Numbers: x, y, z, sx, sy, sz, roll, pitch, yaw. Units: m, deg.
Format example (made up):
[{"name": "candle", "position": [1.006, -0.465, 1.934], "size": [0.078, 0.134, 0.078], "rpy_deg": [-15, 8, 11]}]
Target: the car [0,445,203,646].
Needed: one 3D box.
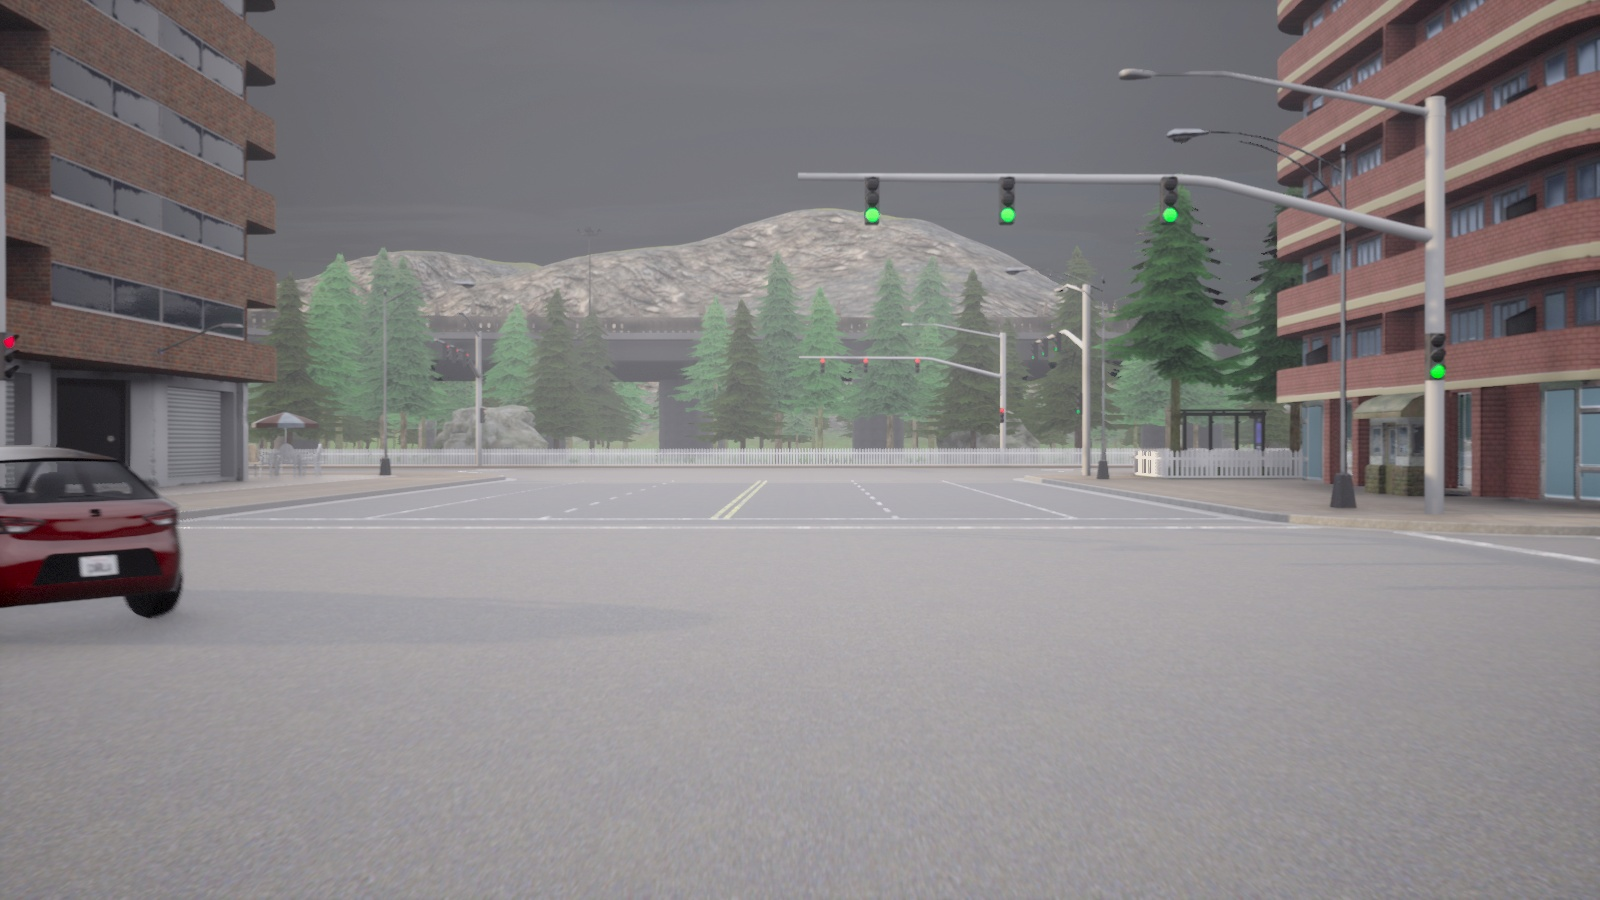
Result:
[{"name": "car", "position": [-7.233, 0.692, 10.969], "size": [4.193, 1.474, 1.816], "rpy_deg": [0, 0, 35]}]
